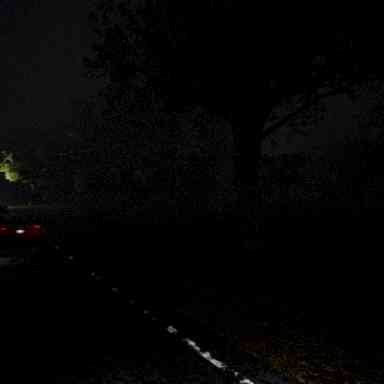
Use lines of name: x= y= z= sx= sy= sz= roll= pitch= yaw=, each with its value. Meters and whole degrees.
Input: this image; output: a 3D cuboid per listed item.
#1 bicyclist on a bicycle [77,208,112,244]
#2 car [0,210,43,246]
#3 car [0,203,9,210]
bicyclist on a bicycle: x=-4.596 y=1.586 z=15.712 sx=1.656 sy=1.620 sz=0.582 roll=-2 pitch=0 yaw=-32
car: x=-8.891 y=1.810 z=16.924 sx=1.994 sy=1.385 sz=4.181 roll=-2 pitch=0 yaw=-32
car: x=-24.266 y=2.133 z=41.946 sx=1.882 sy=1.535 sz=5.008 roll=-2 pitch=0 yaw=-32
